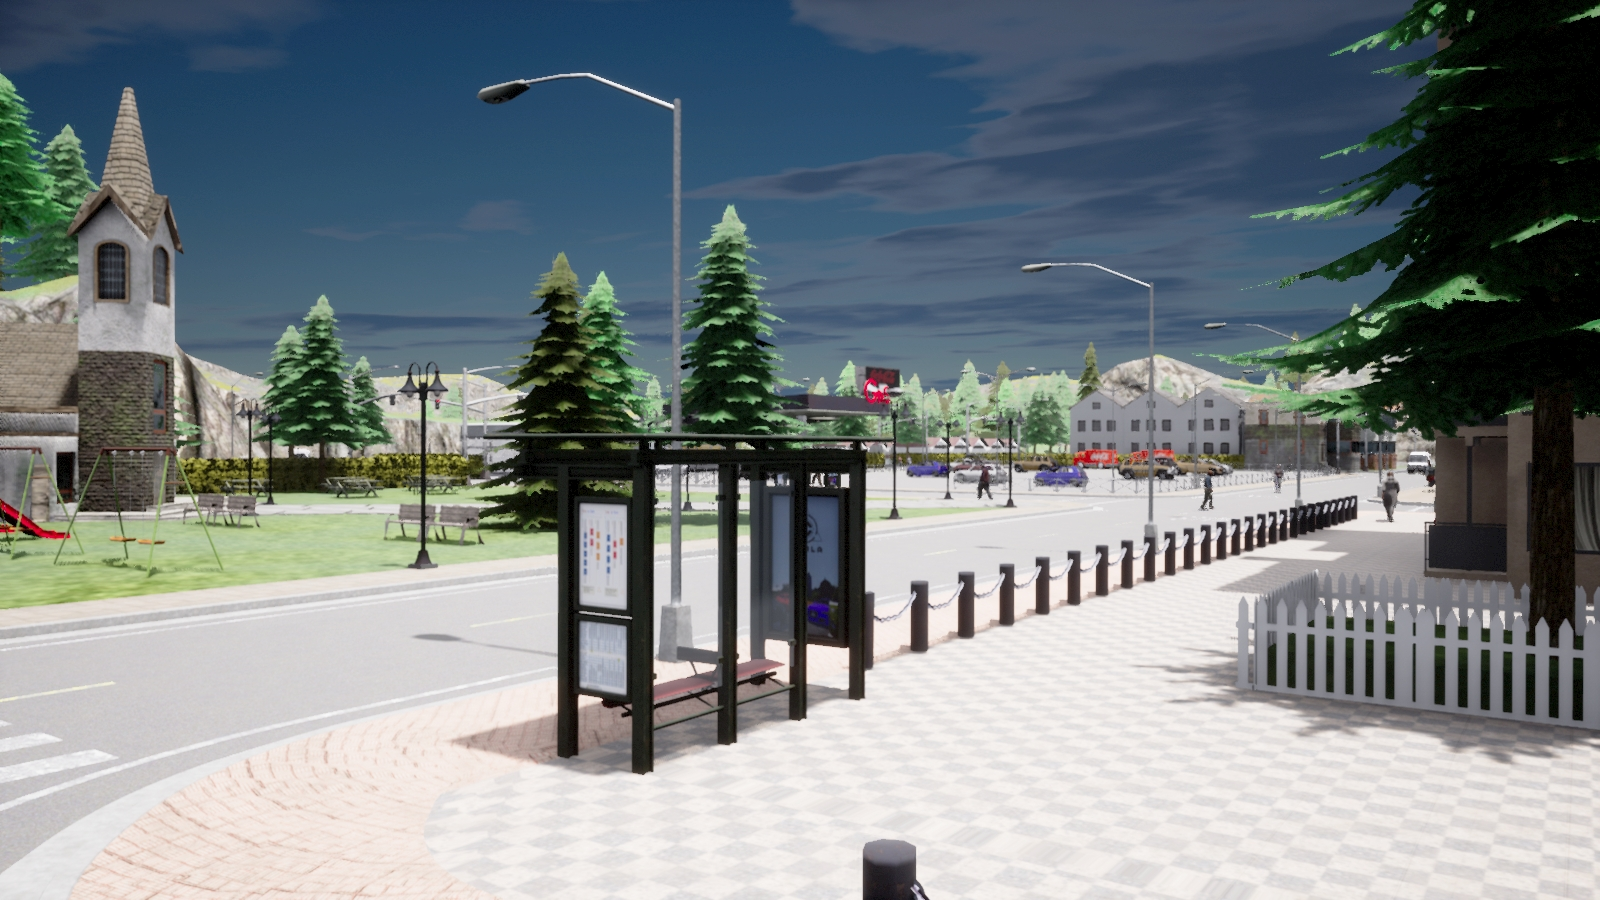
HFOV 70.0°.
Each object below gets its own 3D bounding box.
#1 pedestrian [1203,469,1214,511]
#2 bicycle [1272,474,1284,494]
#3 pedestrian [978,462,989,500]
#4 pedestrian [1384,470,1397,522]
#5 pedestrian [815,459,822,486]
[{"bbox_3d":[18.337,1.782,51.242,0.375,1.860,0.375,0,0,32],"label":"pedestrian"},{"bbox_3d":[29.880,2.128,71.448,0.329,1.171,1.835,0,0,35],"label":"bicycle"},{"bbox_3d":[9.221,1.550,57.344,0.375,1.860,0.375,0,0,39],"label":"pedestrian"},{"bbox_3d":[21.455,1.658,41.512,0.375,1.860,0.375,0,0,26],"label":"pedestrian"},{"bbox_3d":[1.260,1.533,77.758,0.375,1.860,0.375,0,0,35],"label":"pedestrian"}]
